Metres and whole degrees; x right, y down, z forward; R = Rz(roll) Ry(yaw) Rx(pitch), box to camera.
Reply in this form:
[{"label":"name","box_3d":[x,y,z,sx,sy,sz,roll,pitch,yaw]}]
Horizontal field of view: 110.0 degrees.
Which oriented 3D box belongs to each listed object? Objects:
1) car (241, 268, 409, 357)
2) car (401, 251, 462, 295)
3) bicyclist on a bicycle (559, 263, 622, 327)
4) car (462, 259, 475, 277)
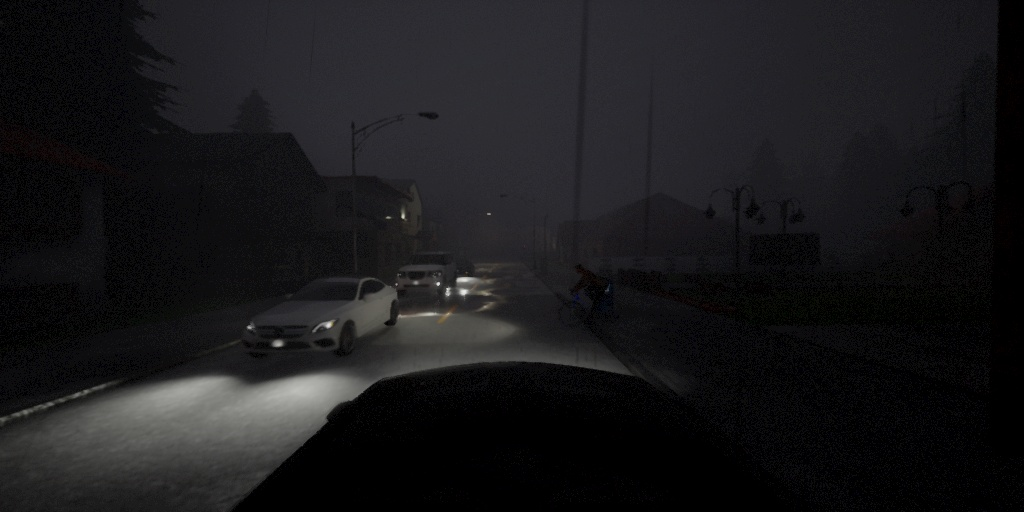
[{"label":"car","box_3d":[-4.106,1.219,8.571,1.812,1.442,4.674,-1,1,-1]},{"label":"car","box_3d":[-4.158,0.769,18.306,2.150,2.045,5.566,-1,1,0]},{"label":"bicyclist on a bicycle","box_3d":[1.967,0.995,9.270,1.656,1.620,0.582,-6,1,0]},{"label":"car","box_3d":[-4.164,0.944,29.506,1.994,1.385,4.181,-1,1,1]}]
